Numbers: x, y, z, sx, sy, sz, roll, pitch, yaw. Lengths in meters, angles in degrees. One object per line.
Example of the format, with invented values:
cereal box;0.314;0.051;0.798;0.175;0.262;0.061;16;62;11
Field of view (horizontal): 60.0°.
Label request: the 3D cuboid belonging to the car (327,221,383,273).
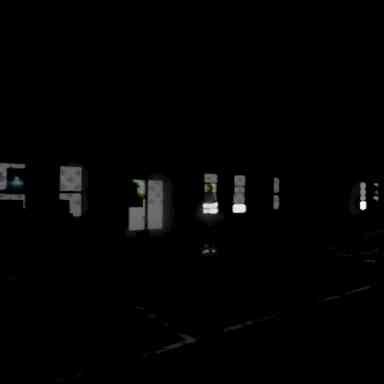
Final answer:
car;6.253;1.676;11.022;4.403;1.369;2.008;1;0;-36
